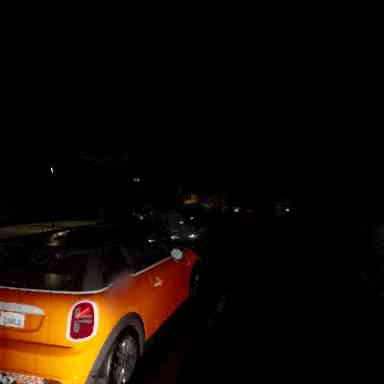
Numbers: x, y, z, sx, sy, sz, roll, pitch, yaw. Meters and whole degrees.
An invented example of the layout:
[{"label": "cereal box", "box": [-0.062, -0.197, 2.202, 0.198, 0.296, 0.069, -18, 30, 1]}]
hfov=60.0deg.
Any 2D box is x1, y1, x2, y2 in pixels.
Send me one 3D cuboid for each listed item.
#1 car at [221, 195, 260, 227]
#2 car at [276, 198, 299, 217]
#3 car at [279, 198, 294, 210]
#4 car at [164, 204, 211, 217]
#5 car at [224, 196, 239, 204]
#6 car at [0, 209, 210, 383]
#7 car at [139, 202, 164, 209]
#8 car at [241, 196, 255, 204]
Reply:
[{"label": "car", "box": [3.459, 1.216, 23.091, 2.150, 2.045, 5.566, 0, 0, 15]}, {"label": "car", "box": [8.964, 1.553, 31.092, 1.994, 1.385, 4.181, 0, 0, 17]}, {"label": "car", "box": [12.165, 1.508, 42.826, 1.812, 1.442, 4.674, 0, 0, 15]}, {"label": "car", "box": [0.017, 1.541, 23.593, 2.033, 1.411, 5.357, 0, 0, 15]}, {"label": "car", "box": [7.622, 1.514, 64.008, 2.033, 1.411, 5.357, 0, 0, 16]}, {"label": "car", "box": [-1.284, 1.350, 5.506, 2.097, 1.767, 4.553, 0, 0, 16]}, {"label": "car", "box": [-2.897, 1.519, 25.266, 1.812, 1.442, 4.674, 0, 0, 15]}, {"label": "car", "box": [10.433, 1.515, 62.014, 2.033, 1.411, 5.357, 0, 0, 16]}]
